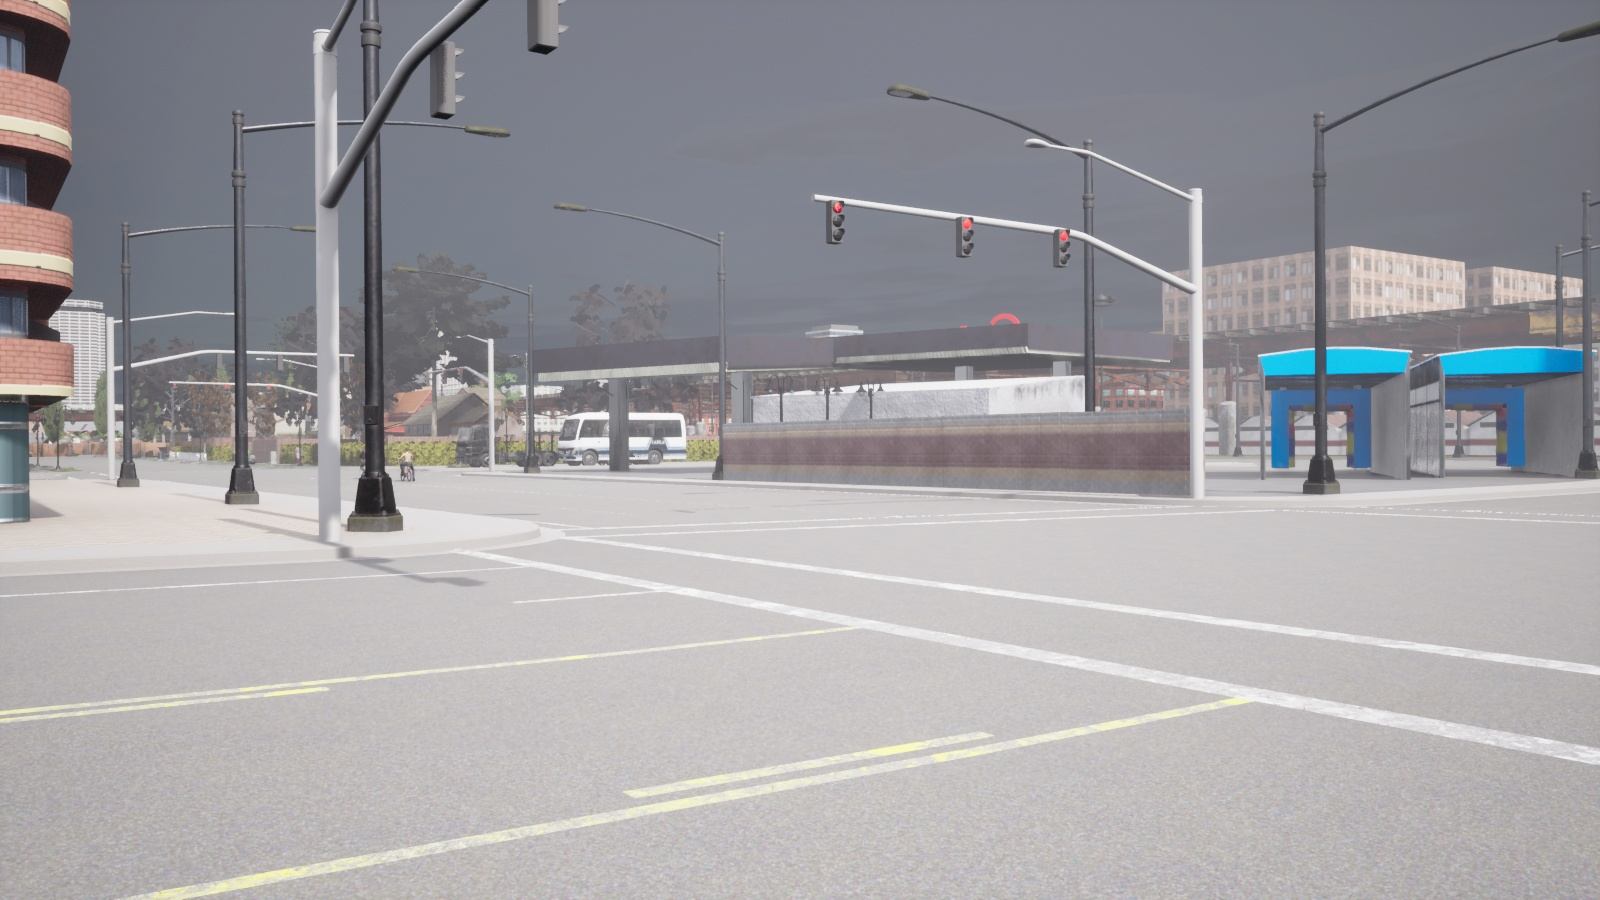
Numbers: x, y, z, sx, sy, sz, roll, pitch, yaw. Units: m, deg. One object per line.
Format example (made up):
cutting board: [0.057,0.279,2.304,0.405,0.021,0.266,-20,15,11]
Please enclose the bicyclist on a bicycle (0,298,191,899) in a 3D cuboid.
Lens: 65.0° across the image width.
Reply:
bicyclist on a bicycle: [-2.100,0.623,2.117,1.843,1.776,0.659,0,0,-36]
